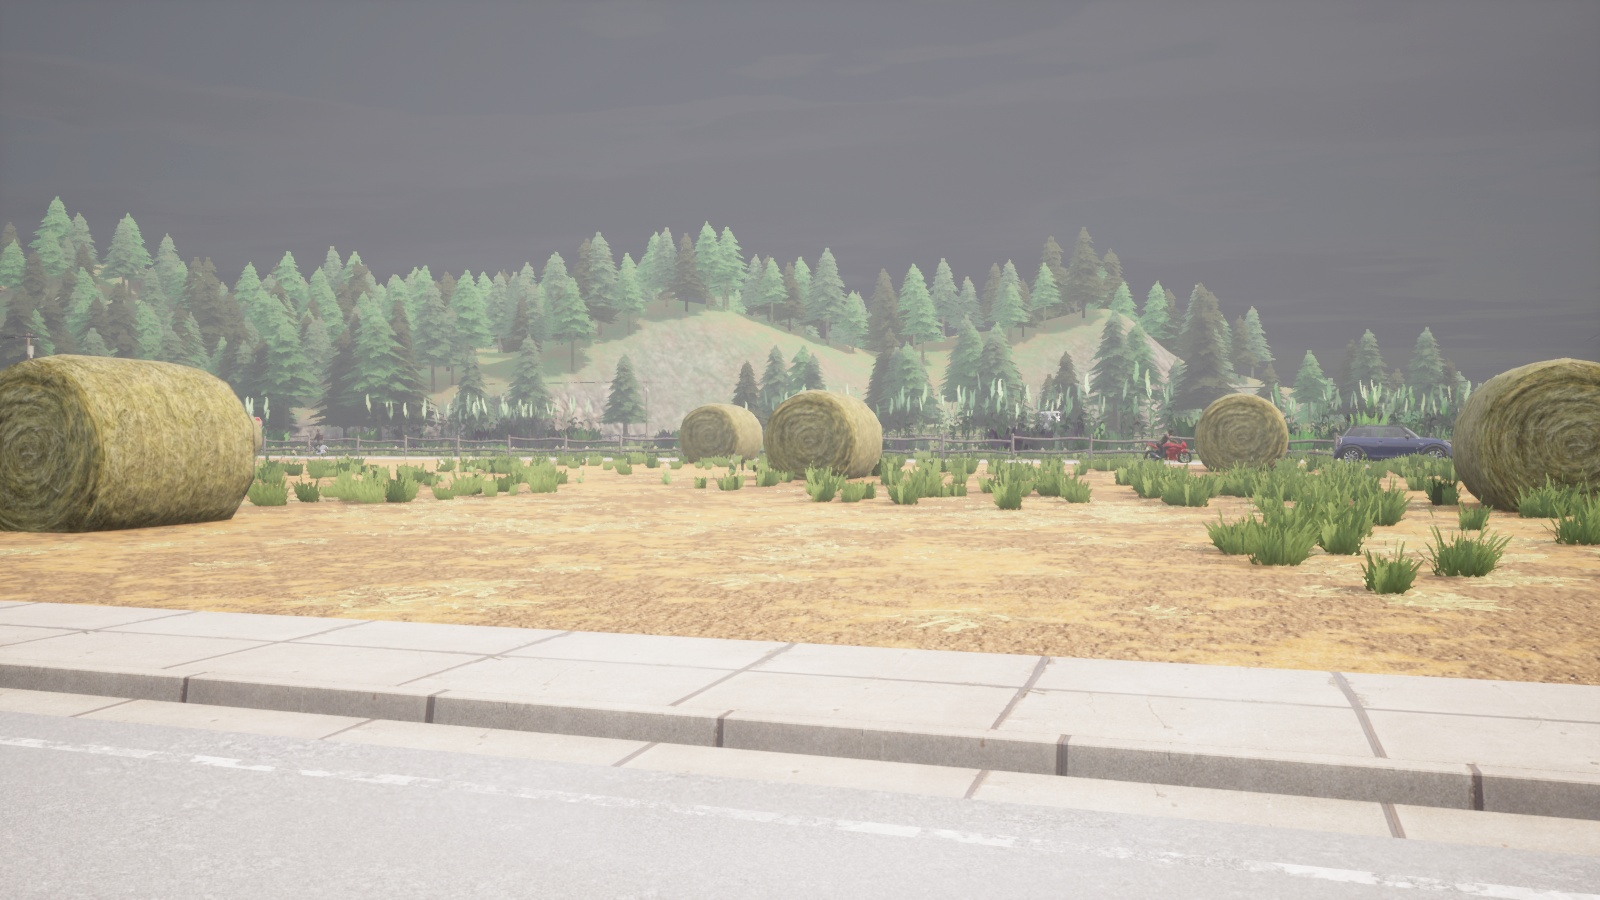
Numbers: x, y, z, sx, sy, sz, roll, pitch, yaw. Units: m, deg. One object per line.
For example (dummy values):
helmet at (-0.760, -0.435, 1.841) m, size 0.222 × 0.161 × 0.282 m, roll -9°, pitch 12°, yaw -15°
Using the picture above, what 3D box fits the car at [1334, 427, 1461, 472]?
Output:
car at (24.135, -0.048, 50.938) m, size 4.553 × 1.767 × 2.097 m, roll 1°, pitch 1°, yaw 23°

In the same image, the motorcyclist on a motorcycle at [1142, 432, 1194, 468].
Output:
motorcyclist on a motorcycle at (15.920, -0.010, 54.335) m, size 2.044 × 1.523 × 0.797 m, roll 1°, pitch 1°, yaw 22°
